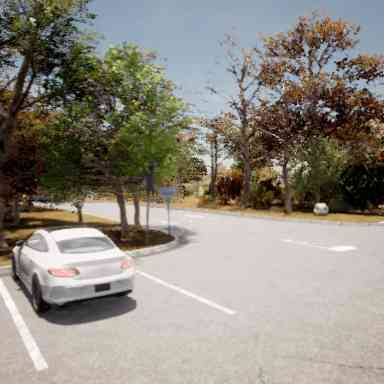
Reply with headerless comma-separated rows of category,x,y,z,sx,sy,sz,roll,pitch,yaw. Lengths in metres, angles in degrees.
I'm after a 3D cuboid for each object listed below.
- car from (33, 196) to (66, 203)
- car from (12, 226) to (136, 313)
car,-19.185,0.790,45.554,5.357,1.411,2.033,0,2,7
car,-2.906,1.513,7.732,2.002,1.452,4.674,0,0,-36
